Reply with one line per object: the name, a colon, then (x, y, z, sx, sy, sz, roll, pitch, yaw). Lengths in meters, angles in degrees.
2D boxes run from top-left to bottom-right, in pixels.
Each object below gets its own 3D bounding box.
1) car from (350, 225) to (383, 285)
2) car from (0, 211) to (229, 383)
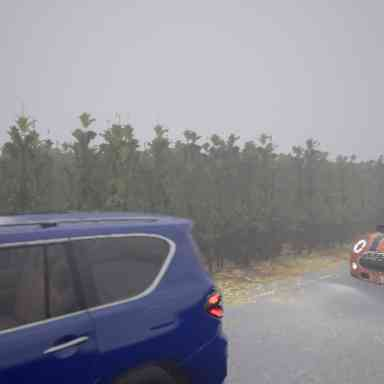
car: (5.959, 1.259, 8.352, 4.553, 1.767, 2.097, -1, 0, -36)
car: (-2.244, 1.239, 2.379, 5.566, 2.045, 2.150, -1, 0, -36)
